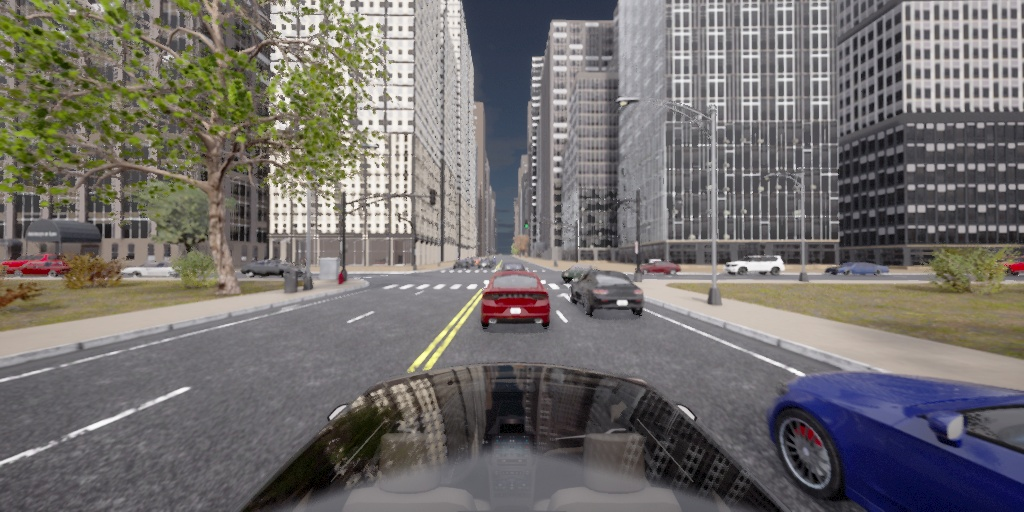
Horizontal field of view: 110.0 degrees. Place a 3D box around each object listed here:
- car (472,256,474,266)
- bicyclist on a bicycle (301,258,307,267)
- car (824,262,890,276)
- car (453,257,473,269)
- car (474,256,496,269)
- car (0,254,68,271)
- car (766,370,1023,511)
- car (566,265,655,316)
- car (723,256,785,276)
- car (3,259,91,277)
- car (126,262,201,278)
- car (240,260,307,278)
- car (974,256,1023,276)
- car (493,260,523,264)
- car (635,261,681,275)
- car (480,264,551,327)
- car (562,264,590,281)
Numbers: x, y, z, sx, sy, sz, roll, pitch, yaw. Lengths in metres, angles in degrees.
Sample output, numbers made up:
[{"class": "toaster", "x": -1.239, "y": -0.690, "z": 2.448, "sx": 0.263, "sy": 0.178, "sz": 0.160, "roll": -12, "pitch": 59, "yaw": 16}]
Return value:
[{"class": "car", "x": -7.284, "y": 1.047, "z": 59.963, "sx": 2.128, "sy": 1.511, "sz": 4.902, "roll": 0, "pitch": 0, "yaw": -1}, {"class": "bicyclist on a bicycle", "x": -25.190, "y": 1.028, "z": 43.517, "sx": 0.582, "sy": 1.620, "sz": 1.656, "roll": 0, "pitch": 0, "yaw": 2}, {"class": "car", "x": 35.692, "y": 1.311, "z": 37.146, "sx": 5.357, "sy": 1.411, "sz": 2.033, "roll": 0, "pitch": -1, "yaw": 1}, {"class": "car", "x": -7.158, "y": 1.152, "z": 51.147, "sx": 1.994, "sy": 1.385, "sz": 4.181, "roll": 0, "pitch": 0, "yaw": 0}, {"class": "car", "x": -3.926, "y": 1.076, "z": 52.566, "sx": 2.128, "sy": 1.511, "sz": 4.902, "roll": 0, "pitch": 0, "yaw": 0}, {"class": "car", "x": -48.693, "y": 0.827, "z": 36.740, "sx": 5.566, "sy": 2.045, "sz": 2.150, "roll": 0, "pitch": -1, "yaw": 3}, {"class": "car", "x": 3.346, "y": 1.277, "z": 1.475, "sx": 1.812, "sy": 1.442, "sz": 4.674, "roll": 0, "pitch": 0, "yaw": 0}, {"class": "car", "x": 3.341, "y": 1.243, "z": 13.165, "sx": 1.812, "sy": 1.442, "sz": 4.674, "roll": 0, "pitch": 0, "yaw": 0}, {"class": "car", "x": 25.221, "y": 0.973, "z": 37.430, "sx": 5.566, "sy": 2.045, "sz": 2.150, "roll": 0, "pitch": -1, "yaw": 1}, {"class": "car", "x": -38.486, "y": 1.146, "z": 29.796, "sx": 4.718, "sy": 1.301, "sz": 1.895, "roll": 0, "pitch": -1, "yaw": 2}, {"class": "car", "x": -28.574, "y": 1.161, "z": 29.502, "sx": 4.718, "sy": 1.301, "sz": 1.895, "roll": 0, "pitch": -1, "yaw": 1}, {"class": "car", "x": -19.305, "y": 1.066, "z": 29.229, "sx": 4.902, "sy": 1.511, "sz": 2.128, "roll": 0, "pitch": -1, "yaw": 2}, {"class": "car", "x": 50.940, "y": 1.008, "z": 36.659, "sx": 5.566, "sy": 2.045, "sz": 2.150, "roll": 0, "pitch": -1, "yaw": 1}, {"class": "car", "x": 0.064, "y": 1.147, "z": 23.394, "sx": 2.128, "sy": 1.511, "sz": 4.902, "roll": 0, "pitch": 2, "yaw": 0}, {"class": "car", "x": 15.264, "y": 1.264, "z": 37.691, "sx": 4.674, "sy": 1.442, "sz": 1.812, "roll": 0, "pitch": -1, "yaw": 2}, {"class": "car", "x": 0.092, "y": 1.200, "z": 11.391, "sx": 1.882, "sy": 1.535, "sz": 5.008, "roll": 0, "pitch": 0, "yaw": 0}, {"class": "car", "x": 5.227, "y": 1.231, "z": 25.324, "sx": 1.895, "sy": 1.301, "sz": 4.718, "roll": 0, "pitch": 1, "yaw": 29}]
